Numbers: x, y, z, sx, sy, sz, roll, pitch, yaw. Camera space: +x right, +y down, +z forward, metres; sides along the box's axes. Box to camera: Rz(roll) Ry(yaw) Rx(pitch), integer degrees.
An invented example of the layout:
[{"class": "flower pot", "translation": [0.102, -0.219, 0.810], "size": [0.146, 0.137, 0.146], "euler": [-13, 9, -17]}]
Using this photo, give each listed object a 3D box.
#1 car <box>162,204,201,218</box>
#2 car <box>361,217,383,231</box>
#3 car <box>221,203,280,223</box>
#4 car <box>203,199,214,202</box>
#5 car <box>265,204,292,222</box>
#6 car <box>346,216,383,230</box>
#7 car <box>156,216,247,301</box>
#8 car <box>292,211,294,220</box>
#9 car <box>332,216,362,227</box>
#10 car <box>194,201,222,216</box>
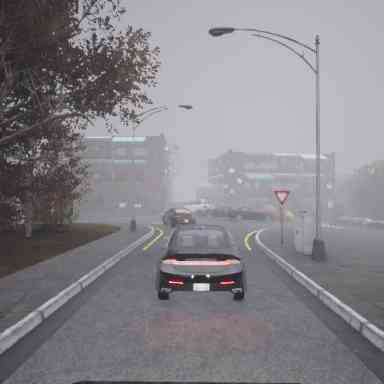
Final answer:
[{"class": "car", "translation": [-1.088, 1.950, 26.328], "size": [1.812, 1.442, 4.674], "euler": [0, -1, -17]}, {"class": "car", "translation": [24.122, 4.200, 41.403], "size": [4.718, 1.301, 1.895], "euler": [5, -2, -11]}, {"class": "car", "translation": [5.904, 2.240, 33.855], "size": [5.008, 1.535, 1.882], "euler": [4, -2, -10]}, {"class": "car", "translation": [3.773, 2.227, 42.653], "size": [2.185, 1.767, 4.553], "euler": [4, -3, -32]}, {"class": "car", "translation": [9.718, 2.632, 43.849], "size": [2.435, 2.045, 5.566], "euler": [7, -3, -32]}, {"class": "car", "translation": [24.431, 4.331, 46.791], "size": [2.002, 1.452, 4.674], "euler": [7, -3, -31]}, {"class": "car", "translation": [0.215, 1.582, 8.551], "size": [2.128, 1.511, 4.902], "euler": [0, -1, 1]}, {"class": "car", "translation": [12.535, 3.160, 44.618], "size": [1.946, 1.575, 5.366], "euler": [6, -3, -31]}, {"class": "car", "translation": [21.473, 4.049, 46.207], "size": [2.002, 1.452, 4.674], "euler": [6, -3, -31]}, {"class": "car", "translation": [3.081, 2.198, 37.167], "size": [4.892, 1.490, 1.837], "euler": [3, -1, -11]}]
